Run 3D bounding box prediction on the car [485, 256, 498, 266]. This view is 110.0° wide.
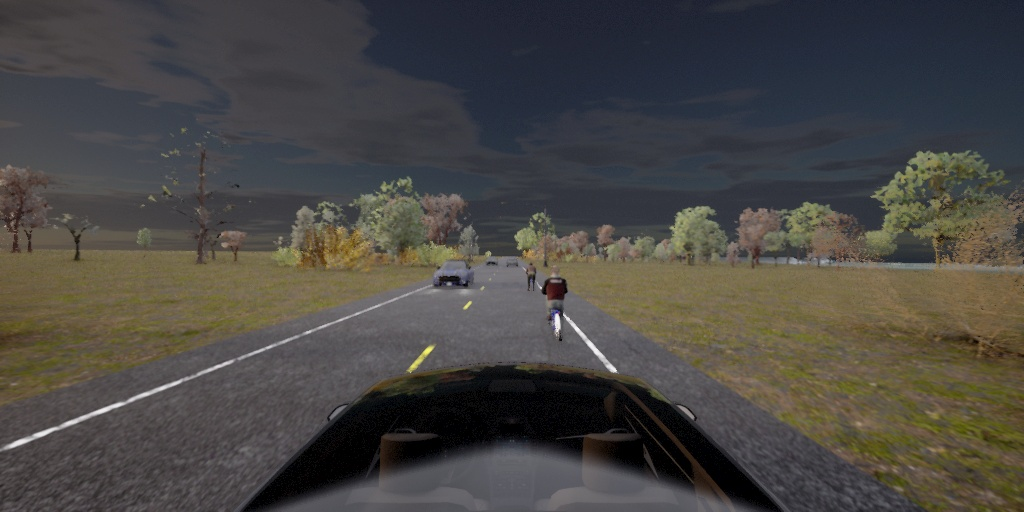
[{"bbox_3d":[-3.574,0.869,63.901,2.097,1.767,4.553,0,0,0],"label":"car"}]

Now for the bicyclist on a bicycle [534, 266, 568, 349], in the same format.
[{"bbox_3d":[0.959,1.097,8.175,0.659,1.776,1.843,0,0,0],"label":"bicyclist on a bicycle"}]

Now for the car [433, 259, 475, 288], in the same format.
[{"bbox_3d":[-3.610,1.024,22.850,2.097,1.767,4.553,0,0,0],"label":"car"}]

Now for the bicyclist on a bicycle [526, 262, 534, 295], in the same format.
[{"bbox_3d":[0.954,1.144,17.602,0.582,1.620,1.656,0,0,0],"label":"bicyclist on a bicycle"}]

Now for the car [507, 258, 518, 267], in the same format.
[{"bbox_3d":[0.066,1.021,60.463,2.128,1.511,4.902,0,0,0],"label":"car"}]
